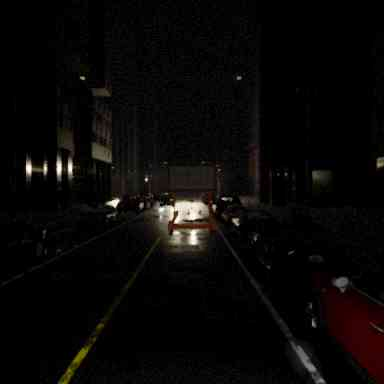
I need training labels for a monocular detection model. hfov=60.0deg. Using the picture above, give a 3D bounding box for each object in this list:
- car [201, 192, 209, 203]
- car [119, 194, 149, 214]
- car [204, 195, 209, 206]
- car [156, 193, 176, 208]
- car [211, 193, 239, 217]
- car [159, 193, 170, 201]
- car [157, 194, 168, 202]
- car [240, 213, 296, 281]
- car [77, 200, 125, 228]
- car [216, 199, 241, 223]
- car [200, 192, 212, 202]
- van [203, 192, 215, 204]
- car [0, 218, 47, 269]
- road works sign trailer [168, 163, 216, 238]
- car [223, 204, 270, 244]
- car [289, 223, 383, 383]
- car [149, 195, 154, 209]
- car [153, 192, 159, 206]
[{"bbox_3d":[2.740,1.120,48.690,1.967,1.590,4.097,0,0,0],"label":"car"},{"bbox_3d":[-5.779,1.105,31.878,2.192,1.841,5.009,0,0,0],"label":"car"},{"bbox_3d":[2.745,1.319,37.488,1.947,1.339,4.313,0,0,0],"label":"car"},{"bbox_3d":[-3.105,1.224,42.956,1.837,1.490,4.892,0,0,0],"label":"car"},{"bbox_3d":[2.748,1.141,26.284,2.192,1.841,5.009,0,0,0],"label":"car"},{"bbox_3d":[-5.794,0.975,71.093,1.967,1.590,4.097,0,0,0],"label":"car"},{"bbox_3d":[-5.792,1.098,65.322,1.752,1.417,4.829,0,0,0],"label":"car"},{"bbox_3d":[2.756,1.503,9.480,1.947,1.339,4.313,0,0,0],"label":"car"},{"bbox_3d":[-5.774,1.414,20.675,2.008,1.369,4.403,0,0,0],"label":"car"},{"bbox_3d":[2.751,1.387,20.853,1.752,1.417,4.829,0,0,0],"label":"car"},{"bbox_3d":[2.733,0.886,65.495,2.192,1.841,5.009,0,0,0],"label":"car"},{"bbox_3d":[2.737,0.985,54.292,1.690,1.788,3.998,0,0,0],"label":"van"},{"bbox_3d":[-5.769,1.482,9.471,1.887,1.381,4.507,0,0,0],"label":"car"},{"bbox_3d":[-0.007,0.352,16.873,2.380,3.560,2.880,0,0,0],"label":"road works sign trailer"},{"bbox_3d":[2.754,1.451,15.082,2.008,1.369,4.403,0,0,0],"label":"car"},{"bbox_3d":[2.758,1.414,3.878,1.967,1.590,4.097,0,0,0],"label":"car"},{"bbox_3d":[-5.780,1.319,37.481,1.947,1.339,4.313,0,0,0],"label":"car"},{"bbox_3d":[-5.783,1.157,43.083,1.967,1.590,4.097,0,0,0],"label":"car"}]
